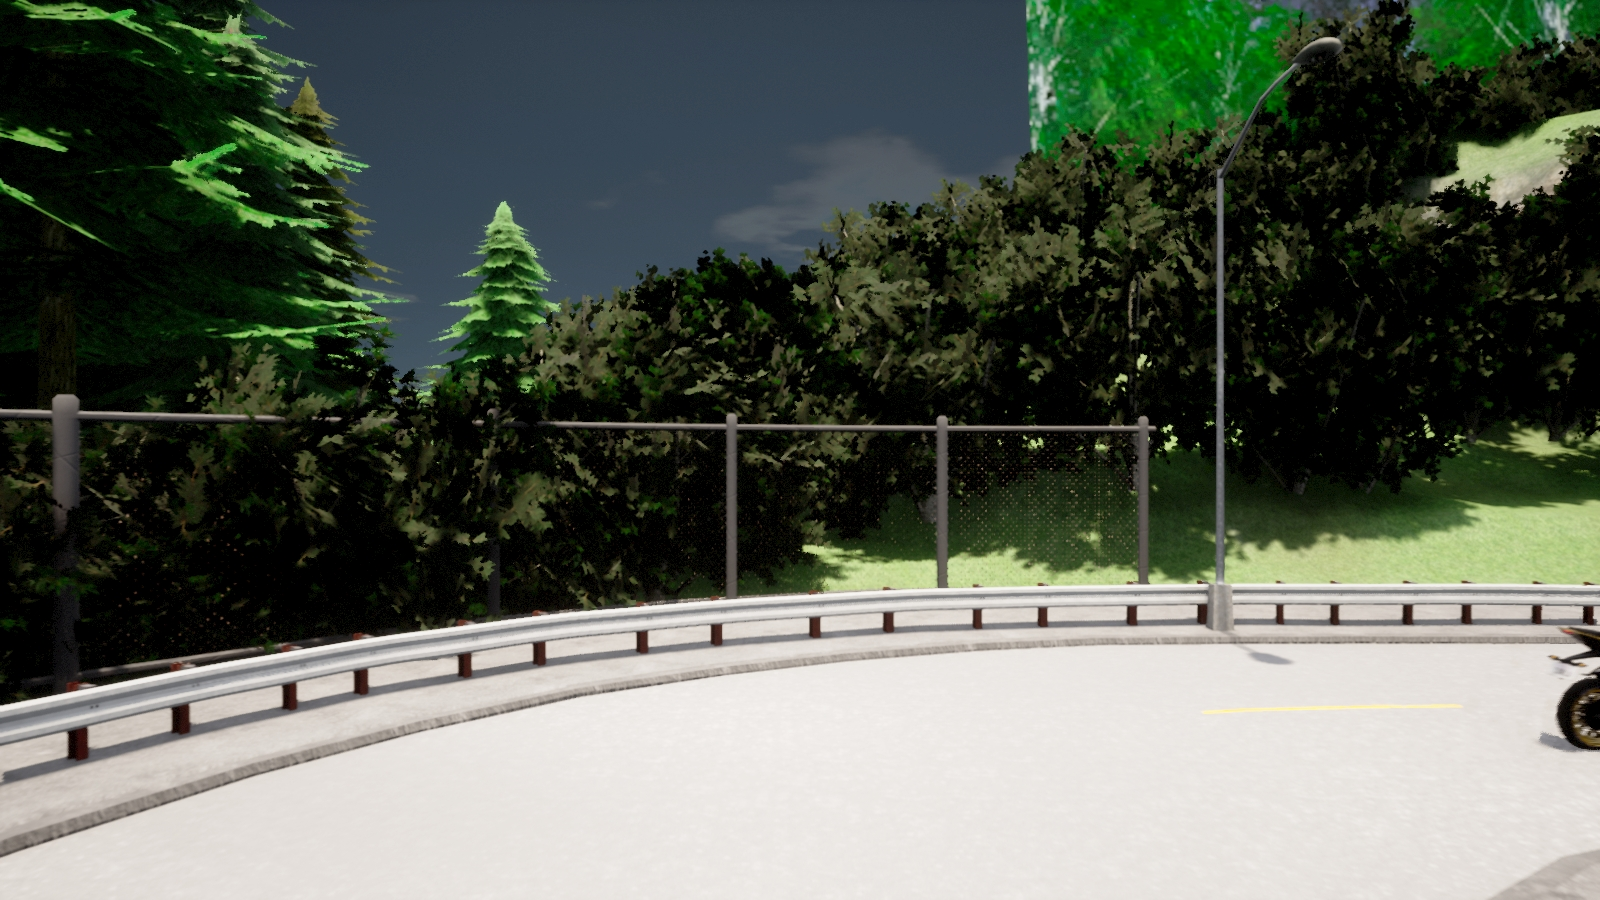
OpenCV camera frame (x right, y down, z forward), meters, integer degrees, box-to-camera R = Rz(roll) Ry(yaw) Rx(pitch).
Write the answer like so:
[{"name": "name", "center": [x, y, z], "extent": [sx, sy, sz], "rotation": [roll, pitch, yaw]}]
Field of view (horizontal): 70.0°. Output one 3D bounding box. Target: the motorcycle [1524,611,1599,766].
[{"name": "motorcycle", "center": [8.197, 2.205, 10.795], "extent": [2.209, 1.251, 0.867], "rotation": [0, 1, -6]}]
